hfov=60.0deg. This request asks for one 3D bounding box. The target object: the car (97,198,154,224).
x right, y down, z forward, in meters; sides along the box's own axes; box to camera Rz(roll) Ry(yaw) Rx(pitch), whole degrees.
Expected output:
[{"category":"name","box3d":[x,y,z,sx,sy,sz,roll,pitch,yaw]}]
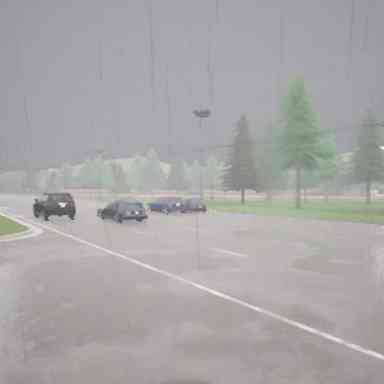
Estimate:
[{"category":"car","box3d":[-5.158,1.435,24.194,2.033,1.411,5.357,0,0,-36]}]

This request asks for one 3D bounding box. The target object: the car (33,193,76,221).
[{"category":"car","box3d":[-10.842,1.082,26.053,2.150,2.045,5.566,0,0,-36]}]

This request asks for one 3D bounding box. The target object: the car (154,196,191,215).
[{"category":"car","box3d":[-2.543,1.217,32.493,2.097,1.767,4.553,0,0,-36]}]

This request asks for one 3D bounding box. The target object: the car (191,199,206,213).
[{"category":"car","box3d":[-0.316,1.425,35.378,1.994,1.385,4.181,0,0,-36]}]
